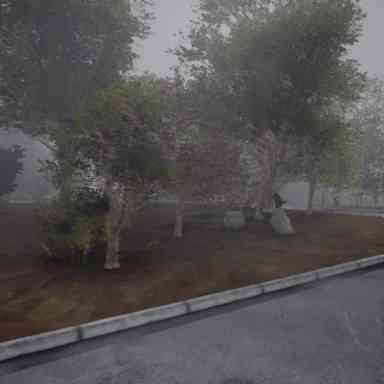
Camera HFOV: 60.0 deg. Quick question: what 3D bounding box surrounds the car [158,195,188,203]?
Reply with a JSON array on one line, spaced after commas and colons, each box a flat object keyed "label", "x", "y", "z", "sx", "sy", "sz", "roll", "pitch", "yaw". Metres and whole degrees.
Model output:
[{"label": "car", "x": -2.297, "y": 0.408, "z": 45.136, "sx": 5.566, "sy": 2.045, "sz": 2.150, "roll": 1, "pitch": 0, "yaw": 11}]

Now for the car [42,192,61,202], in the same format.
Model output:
[{"label": "car", "x": -15.182, "y": 0.560, "z": 40.309, "sx": 5.357, "sy": 1.411, "sz": 2.033, "roll": 1, "pitch": -1, "yaw": -35}]
